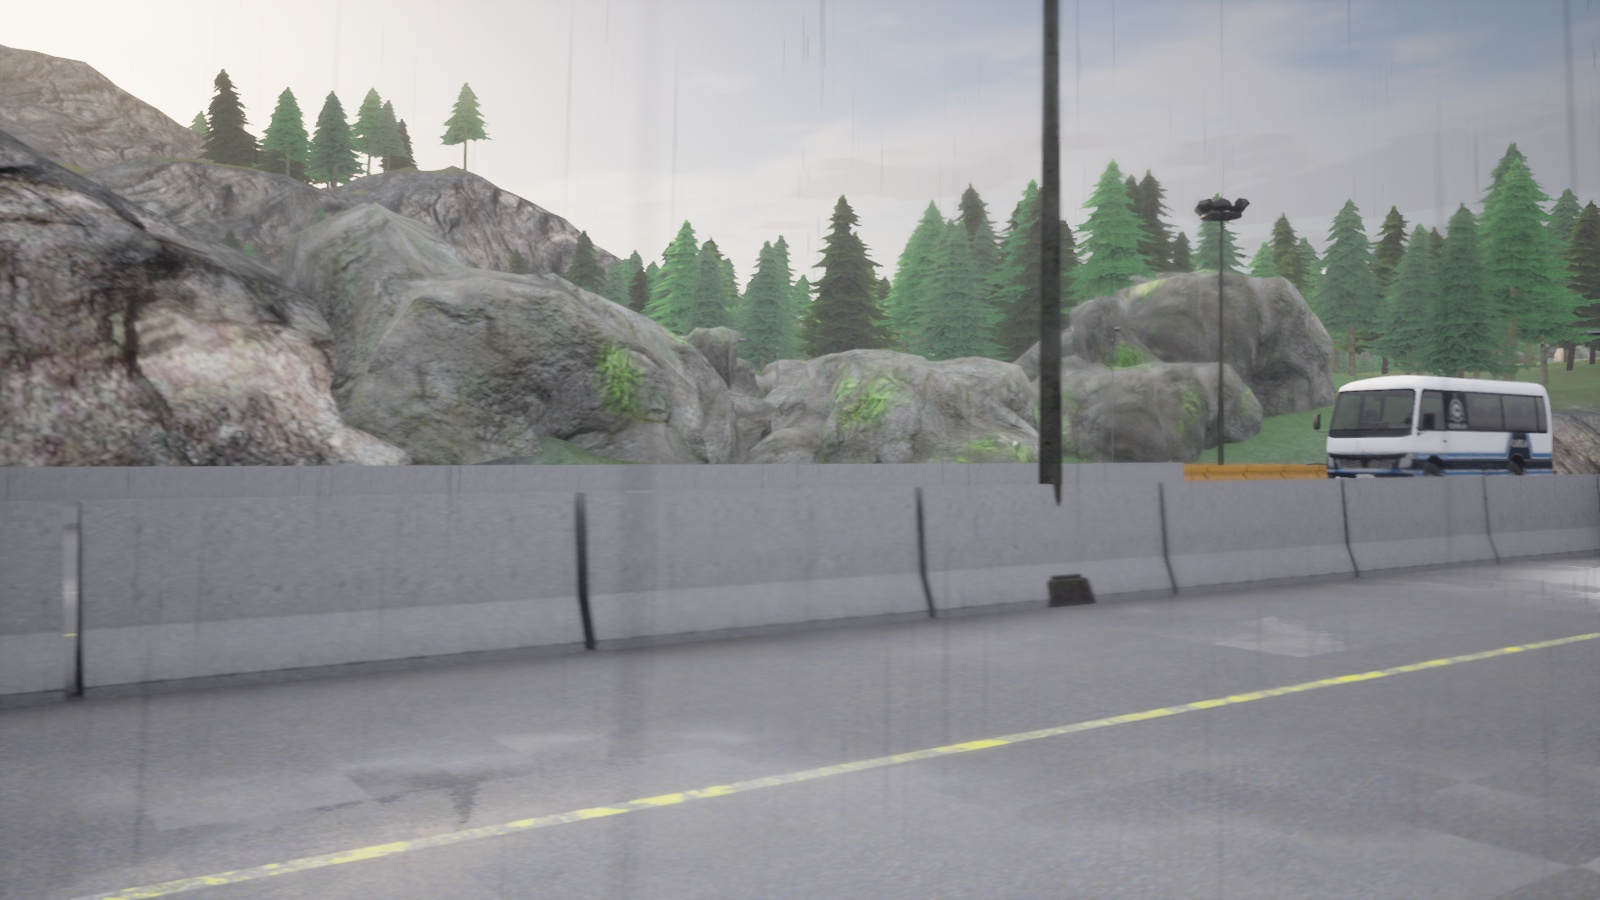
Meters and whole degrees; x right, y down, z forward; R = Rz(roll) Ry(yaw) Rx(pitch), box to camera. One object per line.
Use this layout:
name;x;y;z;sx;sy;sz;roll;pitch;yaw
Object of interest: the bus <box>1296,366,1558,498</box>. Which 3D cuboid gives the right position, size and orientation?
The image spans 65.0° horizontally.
bus;22.591;-0.574;44.974;10.273;4.253;3.944;0;0;-35
